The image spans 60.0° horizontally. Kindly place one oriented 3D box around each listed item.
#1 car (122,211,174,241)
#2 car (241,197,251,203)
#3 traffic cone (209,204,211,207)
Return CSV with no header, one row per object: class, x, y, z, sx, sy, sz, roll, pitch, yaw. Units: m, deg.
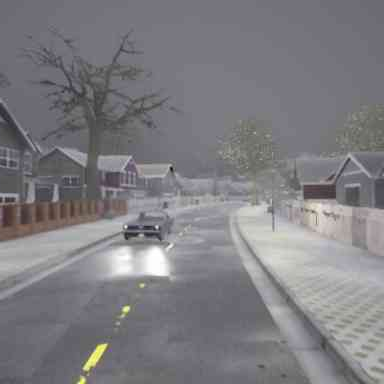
car,-2.130,1.667,17.166,1.895,1.301,4.718,0,0,4
car,13.803,2.074,84.960,1.994,1.385,4.181,0,-1,20
traffic cone,3.122,2.248,57.150,0.340,0.580,0.340,0,0,14
